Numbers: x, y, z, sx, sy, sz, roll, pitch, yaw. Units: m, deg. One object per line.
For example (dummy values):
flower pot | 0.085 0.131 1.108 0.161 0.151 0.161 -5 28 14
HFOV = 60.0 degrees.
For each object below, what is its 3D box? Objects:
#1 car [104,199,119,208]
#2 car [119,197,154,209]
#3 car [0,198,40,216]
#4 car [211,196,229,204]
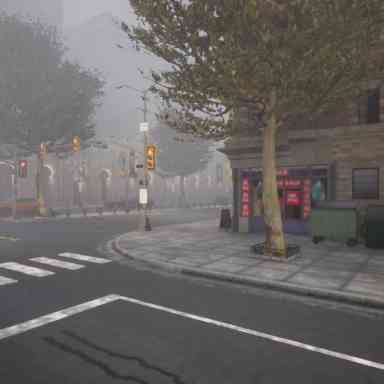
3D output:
car | -10.321 1.595 47.923 1.895 1.301 4.718 0 0 36
car | -7.443 1.504 46.528 1.837 1.490 4.892 0 0 36
car | -17.470 1.352 32.829 2.097 1.767 4.553 0 0 38
car | 5.512 1.526 64.386 1.812 1.442 4.674 0 0 36
